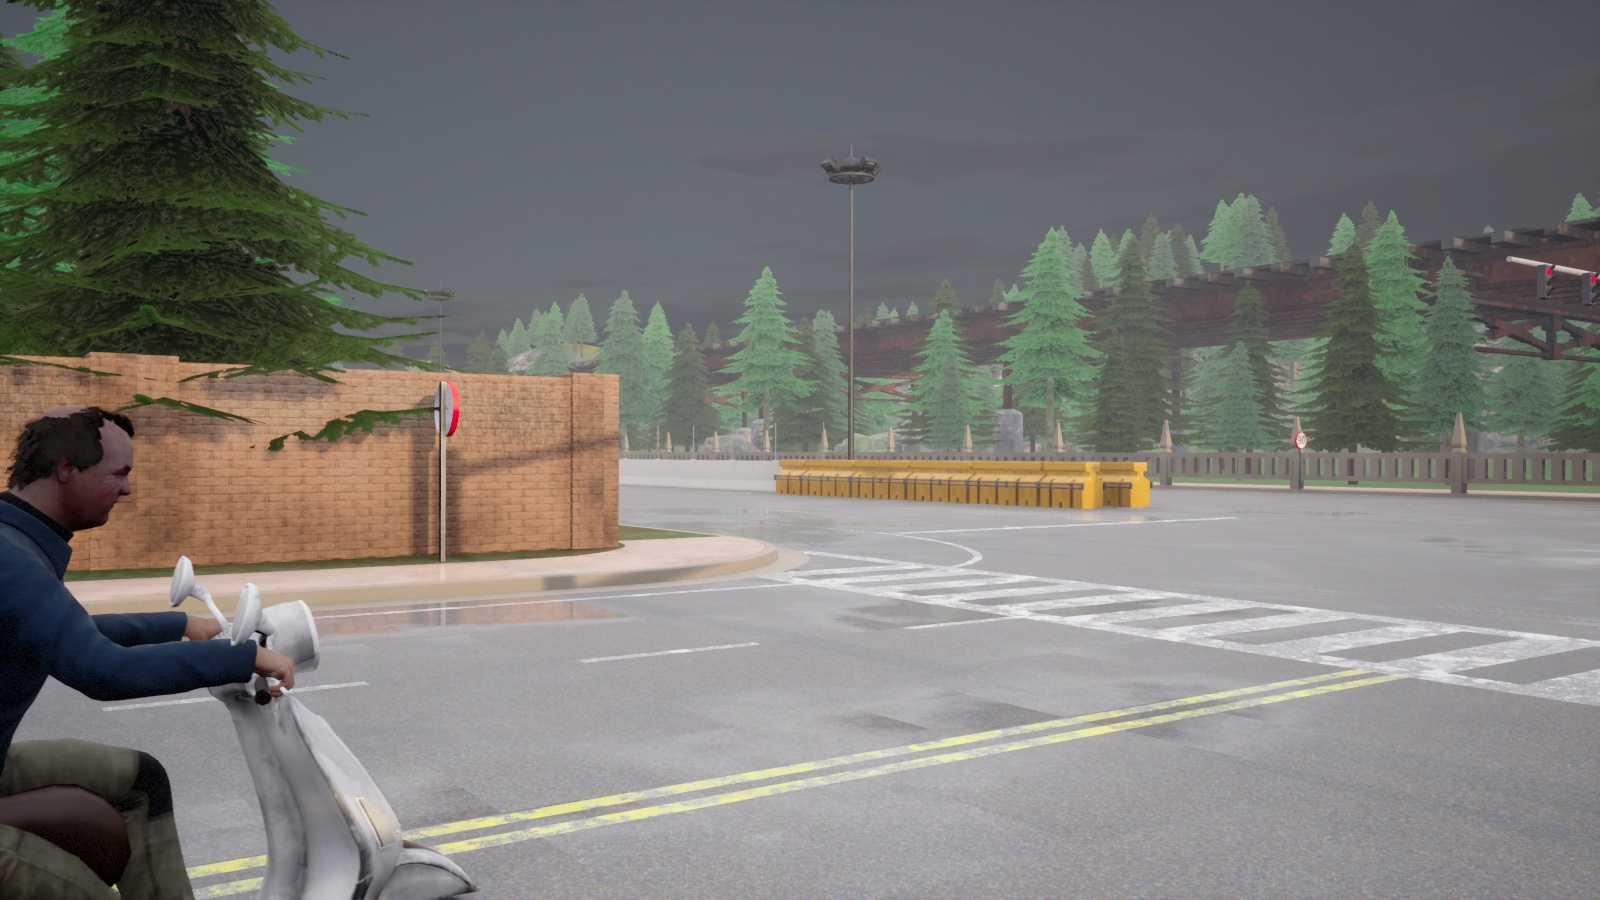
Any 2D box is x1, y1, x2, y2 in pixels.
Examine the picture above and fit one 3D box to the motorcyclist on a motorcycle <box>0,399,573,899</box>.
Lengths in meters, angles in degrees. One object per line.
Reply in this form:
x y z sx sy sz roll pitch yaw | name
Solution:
-1.495 0.708 2.618 1.817 1.590 0.866 0 0 -35 | motorcyclist on a motorcycle
